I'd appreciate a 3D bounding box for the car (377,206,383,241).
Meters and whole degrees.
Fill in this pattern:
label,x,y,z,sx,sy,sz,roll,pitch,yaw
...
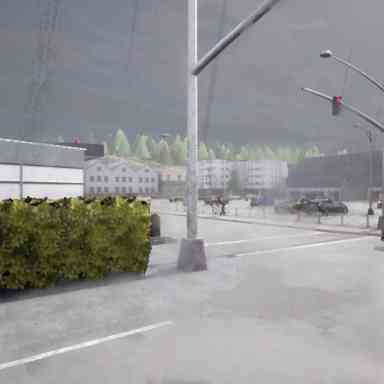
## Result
label,x,y,z,sx,sy,sz,roll,pitch,yaw
car,10.075,1.507,13.274,4.892,1.490,1.837,0,2,-8

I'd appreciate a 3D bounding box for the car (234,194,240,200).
label,x,y,z,sx,sy,sz,roll,pitch,yaw
car,9.719,1.232,77.905,3.806,1.475,1.970,0,0,-35

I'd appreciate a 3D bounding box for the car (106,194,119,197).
label,x,y,z,sx,sy,sz,roll,pitch,yaw
car,-19.716,1.334,84.951,4.902,1.511,2.128,0,0,-35

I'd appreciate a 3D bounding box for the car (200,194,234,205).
label,x,y,z,sx,sy,sz,roll,pitch,yaw
car,4.147,1.298,54.832,4.514,1.523,2.007,0,0,-35

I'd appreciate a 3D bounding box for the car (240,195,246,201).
label,x,y,z,sx,sy,sz,roll,pitch,yaw
car,13.656,1.154,72.827,5.027,1.636,2.152,0,0,-35

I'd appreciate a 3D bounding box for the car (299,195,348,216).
label,x,y,z,sx,sy,sz,roll,pitch,yaw
car,12.152,1.340,29.963,4.514,1.523,2.007,0,0,-35

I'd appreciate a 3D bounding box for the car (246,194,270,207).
label,x,y,z,sx,sy,sz,roll,pitch,yaw
car,9.830,1.320,46.612,3.633,1.501,1.845,0,0,-35

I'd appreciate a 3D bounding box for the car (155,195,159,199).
label,x,y,z,sx,sy,sz,roll,pitch,yaw
car,-11.300,1.286,90.789,5.008,1.535,1.882,0,0,-35

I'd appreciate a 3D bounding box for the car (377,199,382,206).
label,x,y,z,sx,sy,sz,roll,pitch,yaw
car,25.707,1.384,43.066,3.806,1.475,1.970,0,0,-35

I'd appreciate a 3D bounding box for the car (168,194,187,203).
label,x,y,z,sx,sy,sz,roll,pitch,yaw
car,-2.397,1.097,65.455,4.605,1.855,1.932,0,0,-35

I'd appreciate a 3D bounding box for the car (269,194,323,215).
label,x,y,z,sx,sy,sz,roll,pitch,yaw
car,10.314,1.330,32.506,5.027,1.636,2.152,0,0,-35

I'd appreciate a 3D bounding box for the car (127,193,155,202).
label,x,y,z,sx,sy,sz,roll,pitch,yaw
car,-9.329,1.361,60.572,3.806,1.475,1.970,0,0,-35

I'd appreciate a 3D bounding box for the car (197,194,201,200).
label,x,y,z,sx,sy,sz,roll,pitch,yaw
car,1.842,1.298,76.876,4.514,1.523,2.007,0,0,-35

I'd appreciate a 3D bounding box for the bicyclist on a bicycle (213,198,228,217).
label,x,y,z,sx,sy,sz,roll,pitch,yaw
bicyclist on a bicycle,2.394,1.301,28.039,1.656,1.620,0.582,0,0,-35

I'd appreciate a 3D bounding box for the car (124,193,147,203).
label,x,y,z,sx,sy,sz,roll,pitch,yaw
car,-10.730,1.077,63.648,3.866,1.878,1.905,0,0,-35
